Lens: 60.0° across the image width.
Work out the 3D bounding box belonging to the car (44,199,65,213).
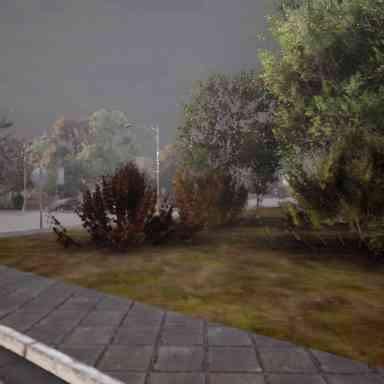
[{"bbox_3d":[-13.639,1.459,36.170,1.837,1.490,4.892,0,0,32],"label":"car"}]

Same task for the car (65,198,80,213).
[{"bbox_3d":[-10.409,1.312,34.726,2.097,1.767,4.553,0,0,32],"label":"car"}]
